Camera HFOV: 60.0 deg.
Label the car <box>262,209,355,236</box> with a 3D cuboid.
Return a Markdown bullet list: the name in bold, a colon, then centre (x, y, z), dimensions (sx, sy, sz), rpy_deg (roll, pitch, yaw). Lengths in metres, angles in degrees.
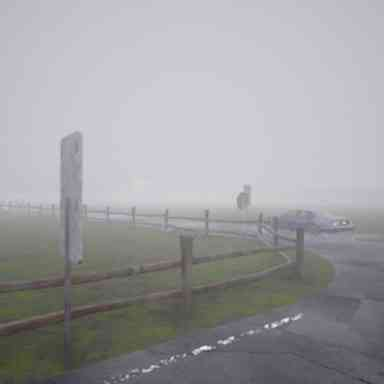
- **car**: centre (6.495, 1.679, 19.260), dimensions (2.033, 1.411, 5.357), rpy_deg (0, -1, -33)
